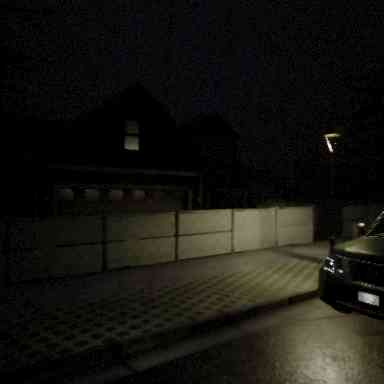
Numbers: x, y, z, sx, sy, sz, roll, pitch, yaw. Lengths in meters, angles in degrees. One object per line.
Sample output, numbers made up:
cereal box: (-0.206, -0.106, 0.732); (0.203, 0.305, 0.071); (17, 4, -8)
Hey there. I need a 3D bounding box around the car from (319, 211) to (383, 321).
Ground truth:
car: (4.866, 1.228, 6.541); (5.566, 2.045, 2.150); (0, 0, -35)
